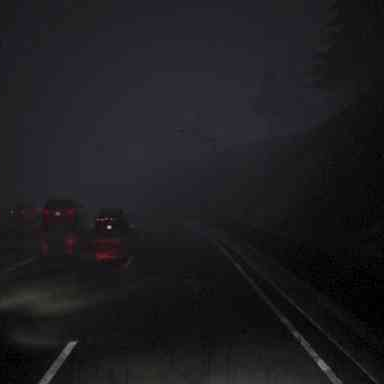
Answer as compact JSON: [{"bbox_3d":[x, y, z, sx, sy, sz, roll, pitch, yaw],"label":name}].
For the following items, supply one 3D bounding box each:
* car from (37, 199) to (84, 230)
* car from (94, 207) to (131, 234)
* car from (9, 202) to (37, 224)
[{"bbox_3d":[-9.031,1.476,23.555,2.150,2.045,5.566,0,-1,-13],"label":"car"},{"bbox_3d":[-4.943,1.704,20.639,1.837,1.490,4.892,0,0,-10],"label":"car"},{"bbox_3d":[-14.167,1.688,28.620,2.097,1.767,4.553,0,0,-18],"label":"car"}]
